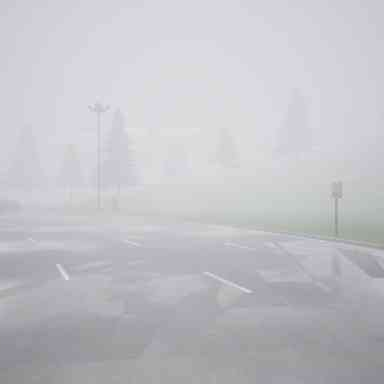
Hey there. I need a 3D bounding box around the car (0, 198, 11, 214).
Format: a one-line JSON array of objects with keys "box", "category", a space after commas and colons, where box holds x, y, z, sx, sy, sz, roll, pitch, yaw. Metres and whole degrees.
[{"box": [-20.816, 1.526, 33.536, 4.674, 1.442, 1.812, 0, 0, 28], "category": "car"}]

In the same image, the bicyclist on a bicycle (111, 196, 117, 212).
[{"box": [-8.339, 1.303, 35.648, 0.582, 1.620, 1.656, 0, -2, -33], "category": "bicyclist on a bicycle"}]

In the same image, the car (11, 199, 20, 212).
[{"box": [-21.702, 1.505, 37.829, 4.892, 1.490, 1.837, 0, 0, 26], "category": "car"}]
